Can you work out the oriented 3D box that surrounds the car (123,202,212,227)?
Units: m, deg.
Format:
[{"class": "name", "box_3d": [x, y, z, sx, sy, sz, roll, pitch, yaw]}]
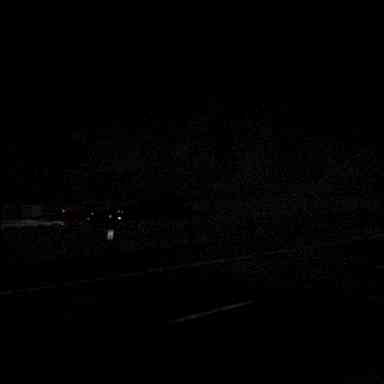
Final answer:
[{"class": "car", "box_3d": [-1.155, 1.576, 20.245, 5.357, 1.411, 2.033, 0, 0, -35]}]

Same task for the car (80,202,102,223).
[{"class": "car", "box_3d": [-5.767, 1.623, 25.562, 4.718, 1.301, 1.895, 0, 0, -35]}]

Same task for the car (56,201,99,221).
[{"class": "car", "box_3d": [-8.700, 1.494, 27.785, 5.008, 1.535, 1.882, 0, 0, -35]}]

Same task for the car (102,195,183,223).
[{"class": "car", "box_3d": [-3.041, 1.253, 23.197, 5.566, 2.045, 2.150, 1, 0, -35]}]
